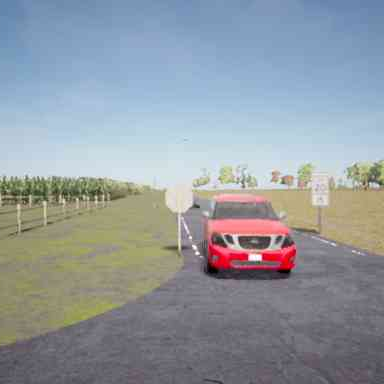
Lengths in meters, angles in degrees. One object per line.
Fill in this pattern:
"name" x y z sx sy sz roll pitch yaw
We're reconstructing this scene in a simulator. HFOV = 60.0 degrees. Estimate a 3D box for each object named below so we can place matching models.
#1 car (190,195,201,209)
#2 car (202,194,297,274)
"car" -0.182 1.085 36.592 2.033 1.411 5.357 0 1 -4
"car" 1.520 1.112 10.417 2.150 2.045 5.566 1 1 1
